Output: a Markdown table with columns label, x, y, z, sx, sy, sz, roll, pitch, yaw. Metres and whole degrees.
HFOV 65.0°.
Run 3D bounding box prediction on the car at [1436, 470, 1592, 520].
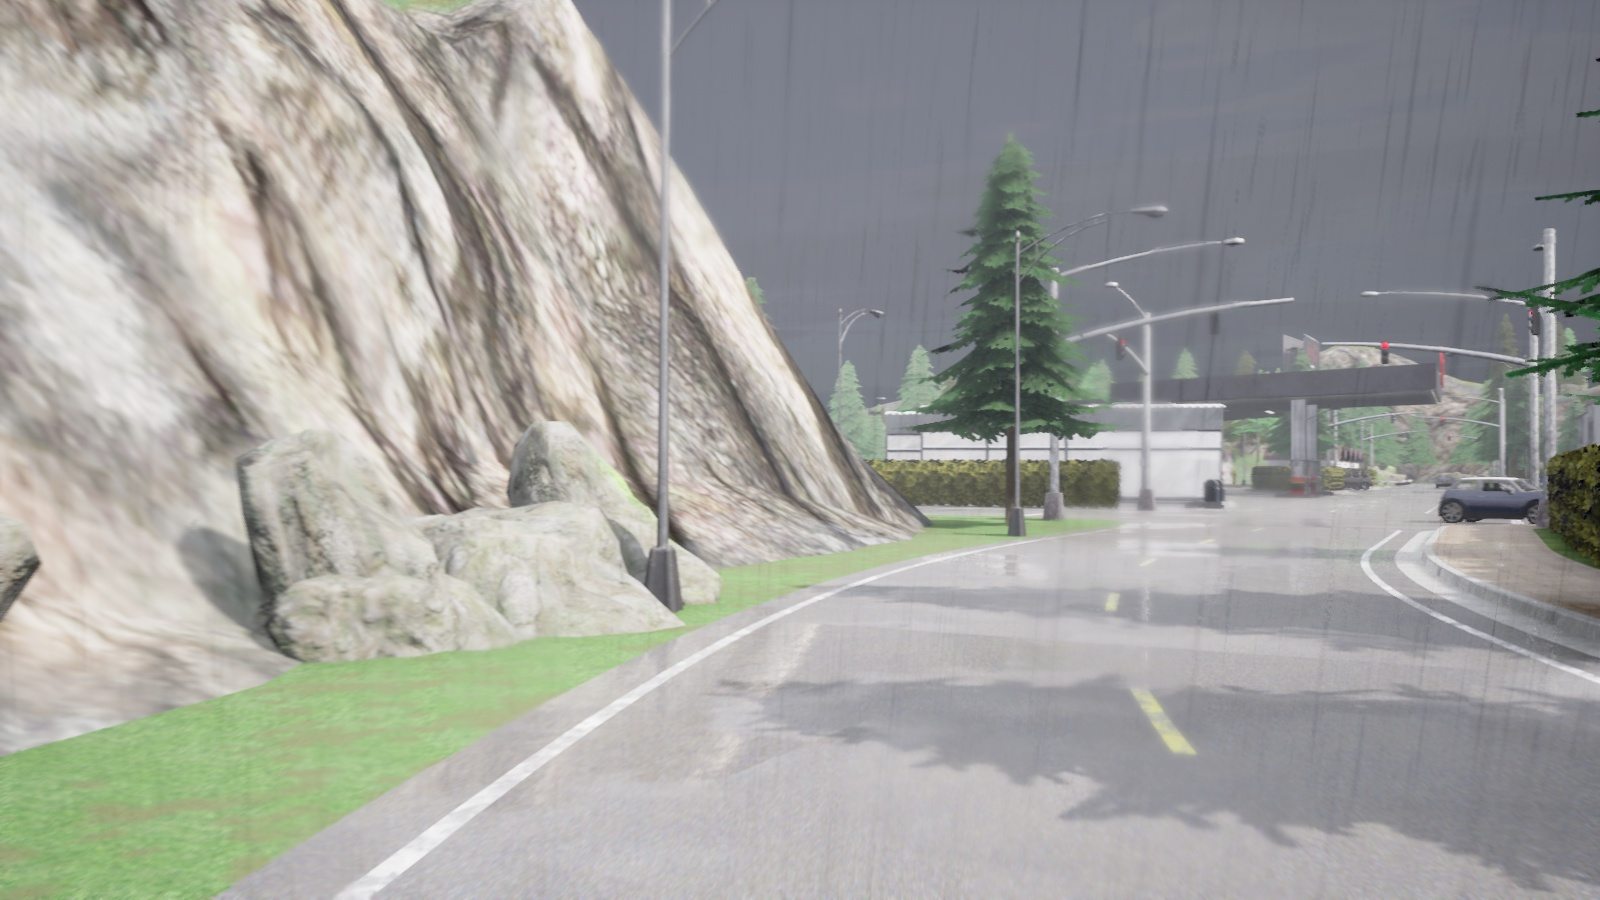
| label | x | y | z | sx | sy | sz | roll | pitch | yaw |
| --- | --- | --- | --- | --- | --- | --- | --- | --- | --- |
| car | 22.338 | 1.378 | 39.392 | 1.970 | 1.475 | 3.806 | 1 | -1 | -42 |
